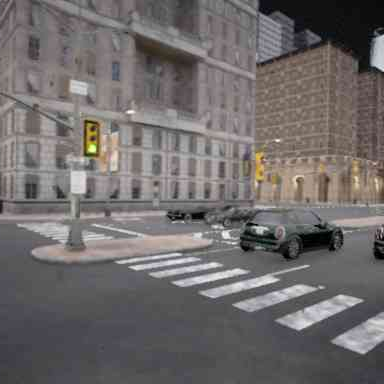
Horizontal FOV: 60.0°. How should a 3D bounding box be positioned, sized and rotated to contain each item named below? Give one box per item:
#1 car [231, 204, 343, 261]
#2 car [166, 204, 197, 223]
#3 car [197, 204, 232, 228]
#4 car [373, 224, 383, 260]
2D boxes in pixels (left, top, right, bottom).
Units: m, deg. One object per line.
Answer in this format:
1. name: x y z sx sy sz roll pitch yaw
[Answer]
1. car: 3.931 1.409 12.812 4.553 1.767 2.097 1 0 -41
2. car: 0.346 1.575 25.118 4.718 1.301 1.895 1 0 -40
3. car: 2.856 1.550 22.657 4.674 1.442 1.812 1 0 -40
4. car: 8.376 1.491 11.952 4.553 1.767 2.097 1 0 -41
